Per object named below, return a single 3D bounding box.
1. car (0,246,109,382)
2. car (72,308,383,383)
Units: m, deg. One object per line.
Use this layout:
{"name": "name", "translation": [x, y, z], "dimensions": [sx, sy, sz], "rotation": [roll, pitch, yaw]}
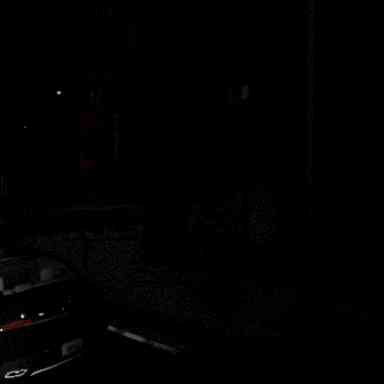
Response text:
{"name": "car", "translation": [-3.148, 1.519, 5.071], "dimensions": [4.403, 1.369, 2.008], "rotation": [0, 0, 35]}
{"name": "car", "translation": [1.417, 1.583, 1.840], "dimensions": [4.206, 1.307, 1.802], "rotation": [0, 0, 35]}
